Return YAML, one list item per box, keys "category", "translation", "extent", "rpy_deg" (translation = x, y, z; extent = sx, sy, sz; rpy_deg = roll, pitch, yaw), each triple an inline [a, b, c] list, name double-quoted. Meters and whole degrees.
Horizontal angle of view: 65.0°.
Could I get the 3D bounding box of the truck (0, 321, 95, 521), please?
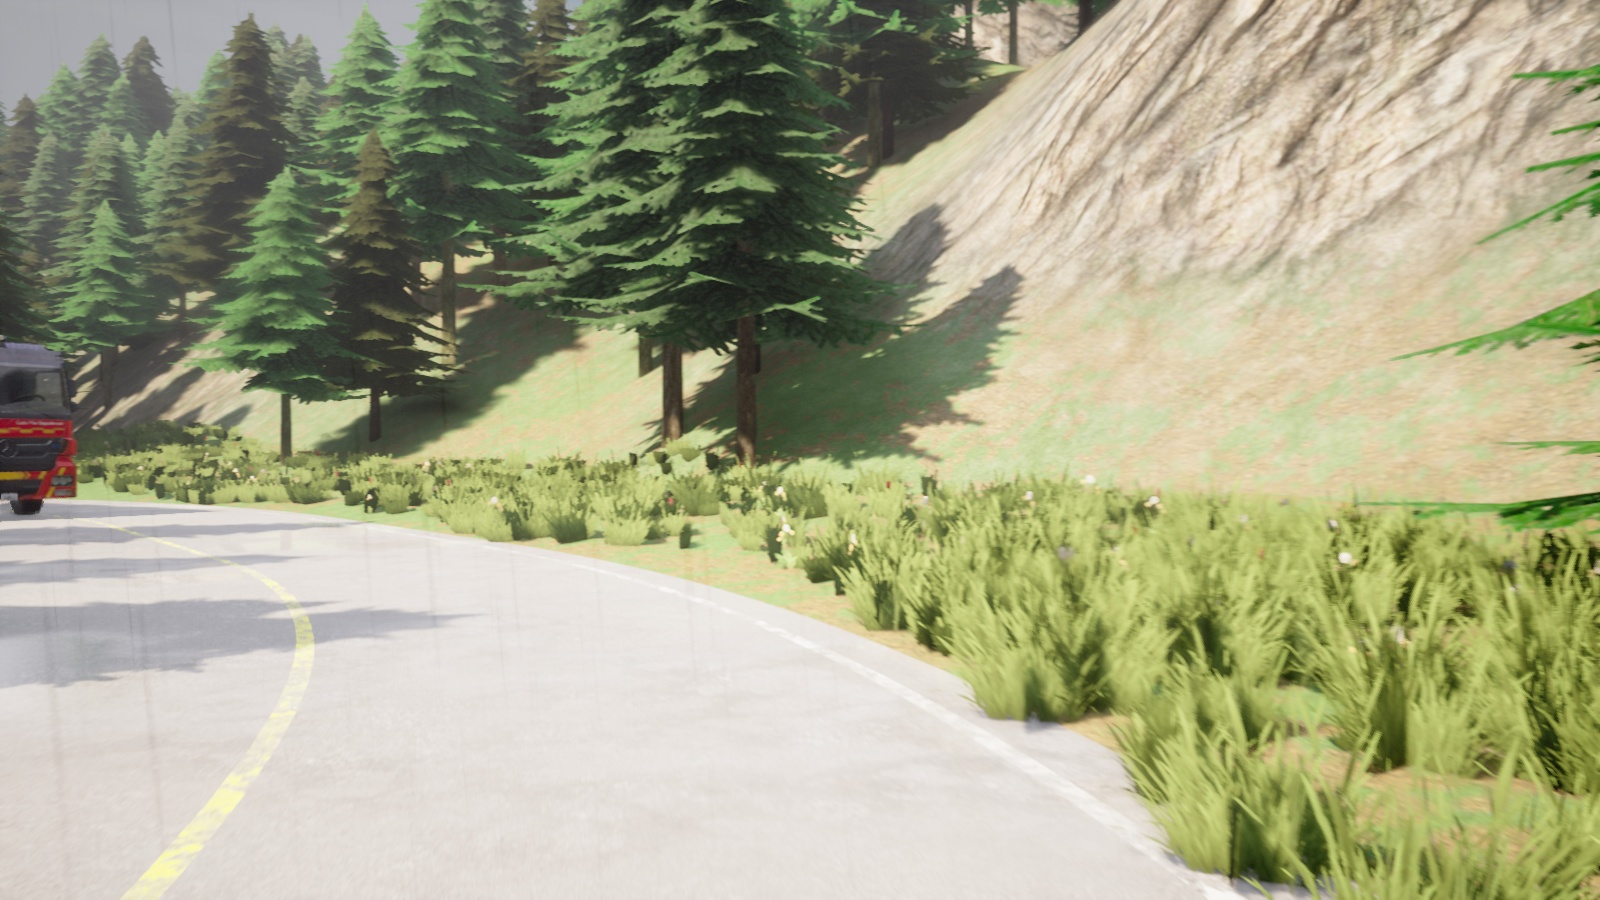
- category: "truck"
  translation: [-18.759, -0.561, 26.552]
  extent: [8.468, 3.827, 2.891]
  rpy_deg: [0, 0, 31]
